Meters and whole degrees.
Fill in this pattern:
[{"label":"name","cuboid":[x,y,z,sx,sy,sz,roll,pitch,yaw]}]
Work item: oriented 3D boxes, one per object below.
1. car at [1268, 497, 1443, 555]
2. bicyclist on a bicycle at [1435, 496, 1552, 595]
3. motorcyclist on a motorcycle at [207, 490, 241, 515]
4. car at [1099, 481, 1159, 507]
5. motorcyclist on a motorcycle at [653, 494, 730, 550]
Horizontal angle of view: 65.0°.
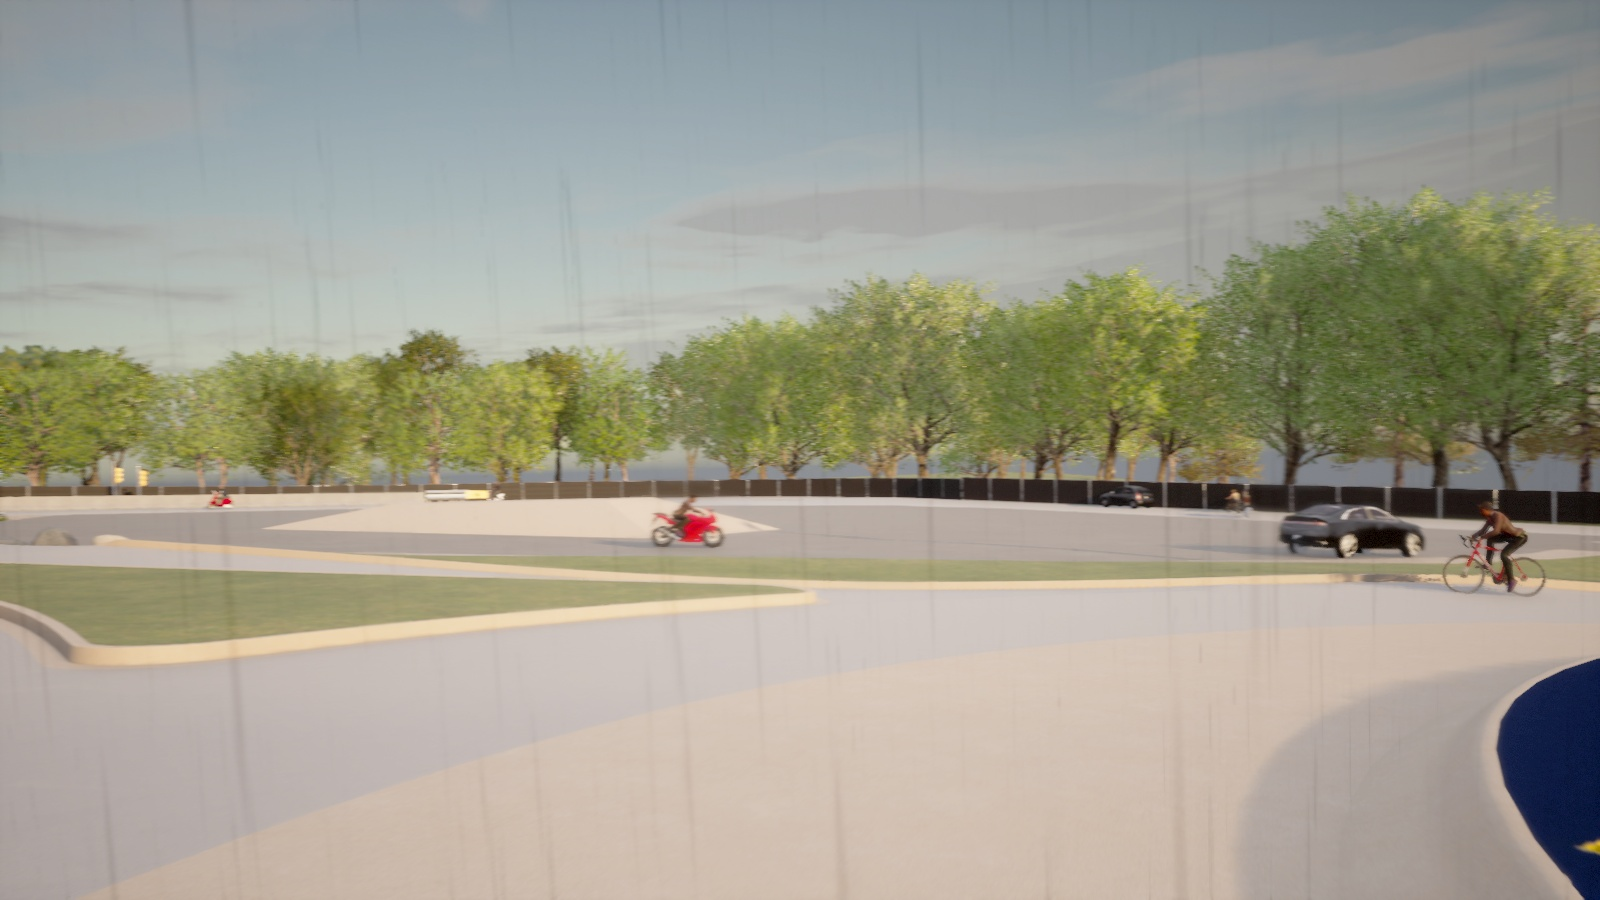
[{"label":"car","cuboid":[16.161,2.173,36.477,4.902,1.511,2.128,2,-1,-29]},{"label":"bicyclist on a bicycle","cuboid":[11.973,1.629,21.712,1.656,1.620,0.582,1,-1,10]},{"label":"motorcyclist on a motorcycle","cuboid":[-37.451,3.408,81.681,0.866,1.590,1.817,-1,-1,31]},{"label":"car","cuboid":[24.038,3.205,91.784,1.851,1.617,3.988,-3,2,-33]},{"label":"motorcyclist on a motorcycle","cuboid":[-2.970,1.977,34.565,2.044,1.523,0.797,0,-2,1]}]
